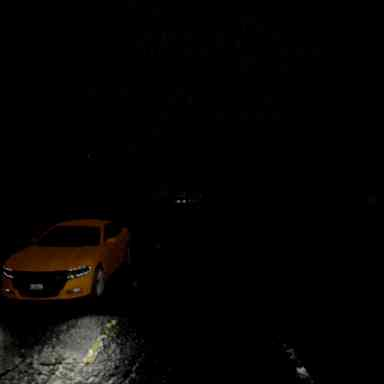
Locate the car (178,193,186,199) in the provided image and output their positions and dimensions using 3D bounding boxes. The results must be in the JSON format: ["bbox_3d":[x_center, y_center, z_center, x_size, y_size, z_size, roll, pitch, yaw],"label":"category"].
[{"bbox_3d":[-2.790,1.135,90.519,1.812,1.442,4.674,0,0,0],"label":"car"}]

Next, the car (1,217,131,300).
[{"bbox_3d":[-2.851,1.466,8.602,1.882,1.535,5.008,0,0,0],"label":"car"}]

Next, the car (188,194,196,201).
[{"bbox_3d":[-0.037,1.511,86.326,1.812,1.442,4.674,0,0,0],"label":"car"}]
